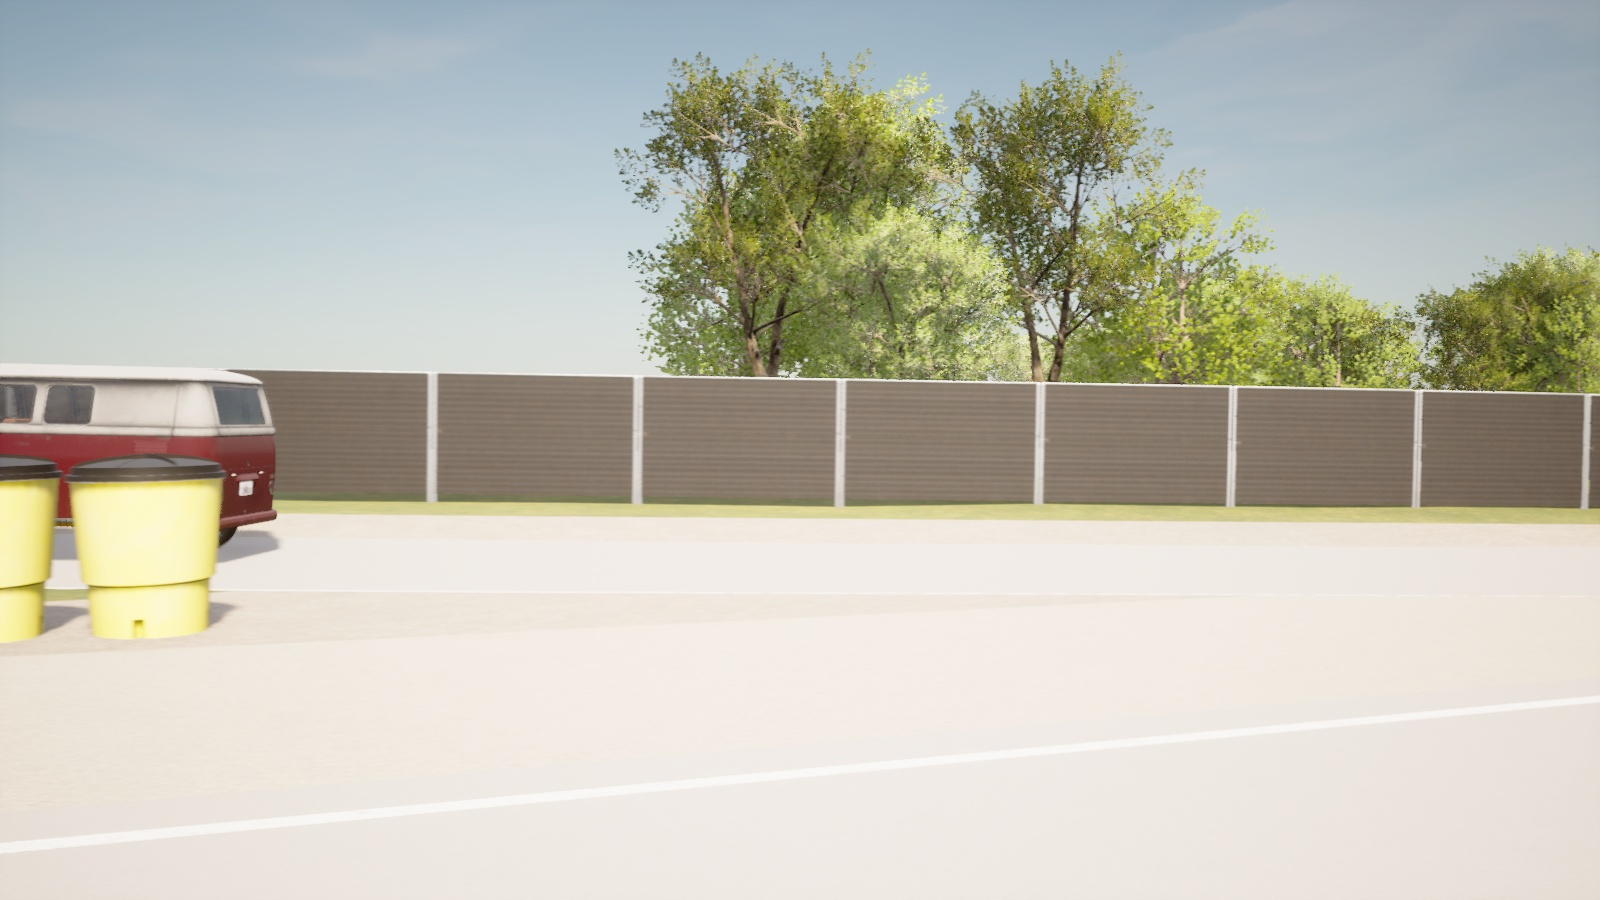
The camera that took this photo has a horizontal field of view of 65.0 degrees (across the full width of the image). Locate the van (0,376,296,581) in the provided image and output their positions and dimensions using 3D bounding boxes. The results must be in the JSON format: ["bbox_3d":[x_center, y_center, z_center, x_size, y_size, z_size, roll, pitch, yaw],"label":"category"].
[{"bbox_3d":[-7.840,0.261,13.088,4.442,1.987,1.775,0,1,0],"label":"van"}]
